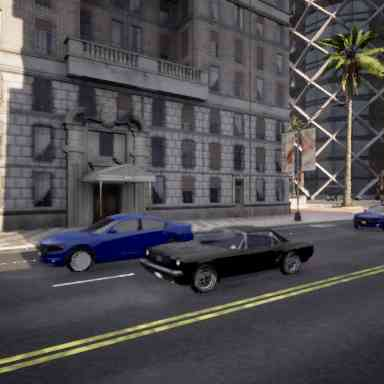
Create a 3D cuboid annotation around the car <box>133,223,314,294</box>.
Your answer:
[{"bbox_3d":[1.065,1.601,8.908,4.718,1.301,1.895,0,0,-34],"label":"car"}]

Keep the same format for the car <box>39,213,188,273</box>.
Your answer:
[{"bbox_3d":[-2.266,1.478,10.887,5.008,1.535,1.882,0,0,-34],"label":"car"}]

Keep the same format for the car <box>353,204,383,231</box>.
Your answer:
[{"bbox_3d":[11.893,1.477,20.386,5.008,1.535,1.882,0,0,-34],"label":"car"}]
